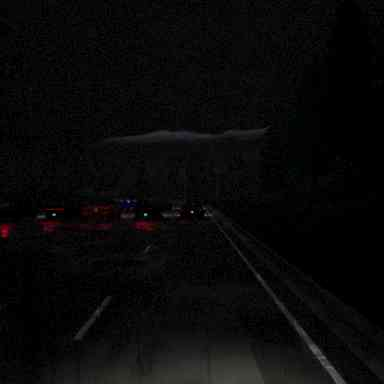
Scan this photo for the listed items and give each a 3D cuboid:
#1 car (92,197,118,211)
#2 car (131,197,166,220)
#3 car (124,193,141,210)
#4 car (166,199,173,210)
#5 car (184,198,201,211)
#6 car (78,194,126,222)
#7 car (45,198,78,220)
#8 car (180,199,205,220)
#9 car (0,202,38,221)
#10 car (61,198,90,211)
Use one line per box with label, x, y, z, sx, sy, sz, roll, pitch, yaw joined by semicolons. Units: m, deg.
car;-10.469;1.413;40.492;1.882;1.535;5.008;0;-1;0
car;-3.484;1.460;27.545;1.837;1.490;4.892;0;0;1
car;-6.981;1.158;39.360;2.150;2.045;5.566;0;0;1
car;-3.470;1.496;40.825;1.994;1.385;4.181;0;0;0
car;0.026;1.497;40.810;1.994;1.385;4.181;0;0;0
car;-6.993;1.309;26.383;2.097;1.767;4.553;0;0;0
car;-10.481;1.461;27.724;1.837;1.490;4.892;0;0;0
car;0.022;1.519;27.936;1.994;1.385;4.181;0;0;0
car;-13.995;1.484;26.276;1.812;1.442;4.674;0;0;0
car;-13.969;1.461;40.133;1.812;1.442;4.674;0;0;0
